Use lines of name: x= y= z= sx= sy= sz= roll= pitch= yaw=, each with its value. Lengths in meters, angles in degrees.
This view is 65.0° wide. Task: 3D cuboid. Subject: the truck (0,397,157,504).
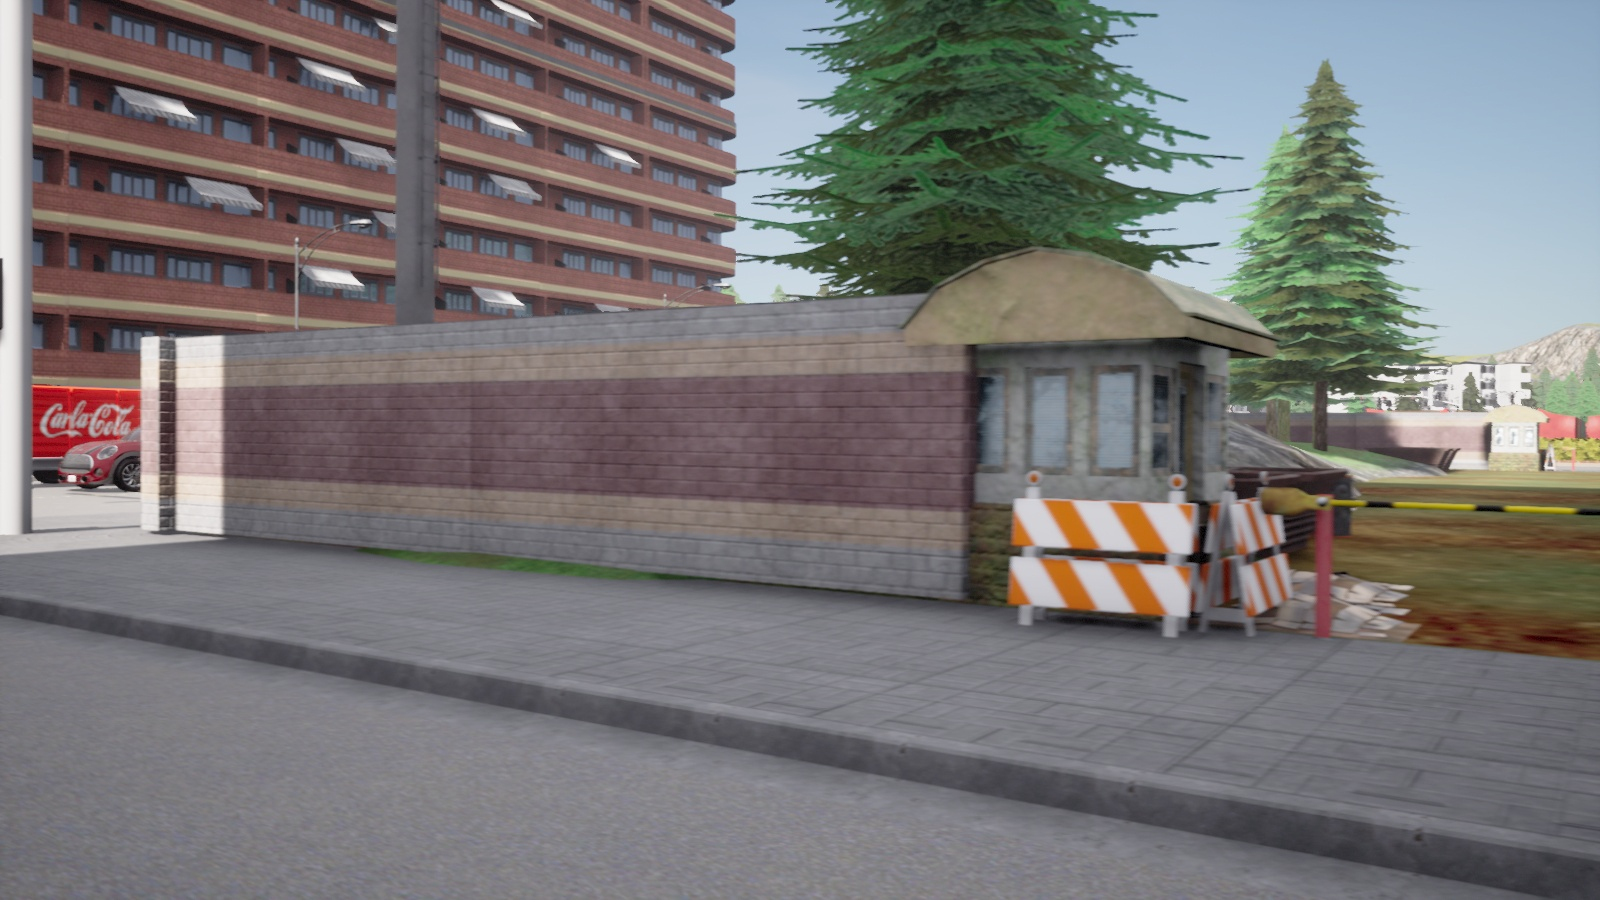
truck: x=-18.898 y=0.000 z=30.501 sx=2.627 sy=2.467 sz=5.204 roll=0 pitch=1 yaw=33

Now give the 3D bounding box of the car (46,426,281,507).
car: x=-15.064 y=0.317 z=29.964 sx=2.097 sy=1.767 sz=4.553 roll=0 pitch=1 yaw=33
